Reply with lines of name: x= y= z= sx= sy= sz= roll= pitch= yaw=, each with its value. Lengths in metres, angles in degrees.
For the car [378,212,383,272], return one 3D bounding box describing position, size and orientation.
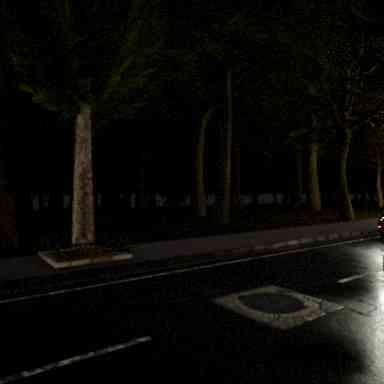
car: x=6.936 y=1.285 z=8.634 sx=4.553 sy=1.767 sz=2.097 roll=0 pitch=0 yaw=-36
